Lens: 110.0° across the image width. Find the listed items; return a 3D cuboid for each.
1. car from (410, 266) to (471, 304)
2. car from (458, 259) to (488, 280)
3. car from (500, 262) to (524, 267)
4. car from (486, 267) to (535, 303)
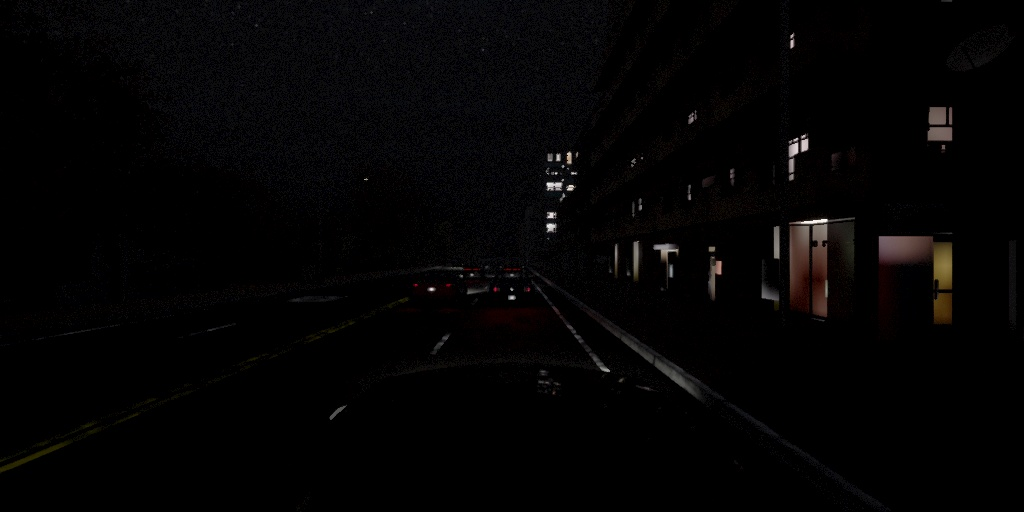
[{"bbox_3d":[-3.250,1.324,16.500,1.994,1.385,4.181,0,0,0],"label":"car"},{"bbox_3d":[-3.250,1.273,31.501,1.837,1.490,4.892,0,0,0],"label":"car"},{"bbox_3d":[0.000,1.273,31.500,1.837,1.490,4.892,0,0,0],"label":"car"},{"bbox_3d":[0.000,1.368,16.530,1.895,1.301,4.718,0,0,0],"label":"car"}]
